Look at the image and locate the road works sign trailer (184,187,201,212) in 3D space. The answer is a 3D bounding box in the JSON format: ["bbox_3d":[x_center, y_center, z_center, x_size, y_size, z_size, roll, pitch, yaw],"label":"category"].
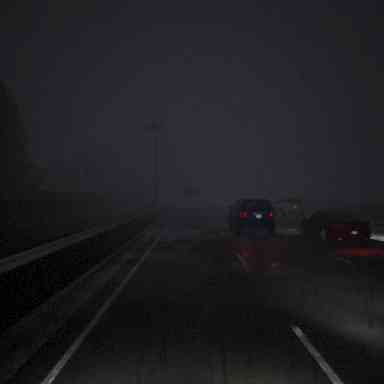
[{"bbox_3d":[0.007,0.959,47.061,2.380,3.560,2.880,0,-1,0],"label":"road works sign trailer"}]

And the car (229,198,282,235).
[{"bbox_3d":[3.602,1.438,20.619,2.150,2.045,5.566,0,-1,0],"label":"car"}]

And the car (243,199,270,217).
[{"bbox_3d":[7.106,1.743,37.269,2.097,1.767,4.553,0,-1,0],"label":"car"}]

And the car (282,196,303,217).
[{"bbox_3d":[10.606,1.607,36.780,2.150,2.045,5.566,0,-1,0],"label":"car"}]

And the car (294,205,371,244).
[{"bbox_3d":[7.103,1.657,17.016,1.882,1.535,5.008,0,-1,0],"label":"car"}]
